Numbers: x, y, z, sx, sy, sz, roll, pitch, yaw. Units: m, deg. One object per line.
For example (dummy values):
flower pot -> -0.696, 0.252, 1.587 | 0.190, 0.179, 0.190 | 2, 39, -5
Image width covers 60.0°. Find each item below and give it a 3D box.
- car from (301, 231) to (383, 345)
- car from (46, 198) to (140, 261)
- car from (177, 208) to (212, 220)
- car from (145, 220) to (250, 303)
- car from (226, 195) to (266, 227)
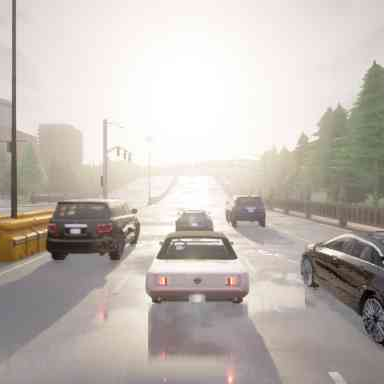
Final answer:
car -> 3.610, 1.492, 6.329 | 2.128, 1.511, 4.902 | 0, 0, 0
car -> -3.383, 1.223, 12.377 | 2.150, 2.045, 5.566 | 0, 0, 0
car -> 0.122, 1.564, 18.364 | 1.994, 1.385, 4.181 | 0, 0, 0
car -> 0.110, 1.601, 8.125 | 1.895, 1.301, 4.718 | 0, 0, 0
car -> 3.631, 1.224, 23.200 | 2.150, 2.045, 5.566 | 0, 0, 0
